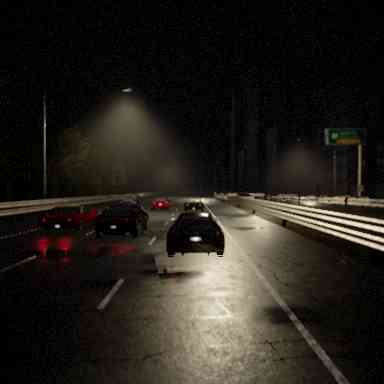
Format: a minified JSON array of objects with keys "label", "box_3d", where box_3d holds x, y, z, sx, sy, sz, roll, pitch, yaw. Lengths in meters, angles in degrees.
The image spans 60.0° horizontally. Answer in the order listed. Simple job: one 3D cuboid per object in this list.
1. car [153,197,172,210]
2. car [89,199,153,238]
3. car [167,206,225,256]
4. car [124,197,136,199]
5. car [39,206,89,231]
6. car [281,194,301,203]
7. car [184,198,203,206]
[{"label":"car","box_3d":[-3.309,1.251,36.839,1.994,1.385,4.181,0,0,0]},{"label":"car","box_3d":[-3.360,1.332,16.740,1.882,1.535,5.008,0,0,0]},{"label":"car","box_3d":[0.127,1.454,12.597,1.994,1.385,4.181,0,0,0]},{"label":"car","box_3d":[-6.809,1.253,36.649,1.994,1.385,4.181,0,0,0]},{"label":"car","box_3d":[-6.858,1.435,19.158,1.895,1.301,4.718,0,0,0]},{"label":"car","box_3d":[18.036,1.145,60.535,2.128,1.511,4.902,0,1,-18]},{"label":"car","box_3d":[0.186,1.305,34.712,1.895,1.301,4.718,0,0,0]}]
